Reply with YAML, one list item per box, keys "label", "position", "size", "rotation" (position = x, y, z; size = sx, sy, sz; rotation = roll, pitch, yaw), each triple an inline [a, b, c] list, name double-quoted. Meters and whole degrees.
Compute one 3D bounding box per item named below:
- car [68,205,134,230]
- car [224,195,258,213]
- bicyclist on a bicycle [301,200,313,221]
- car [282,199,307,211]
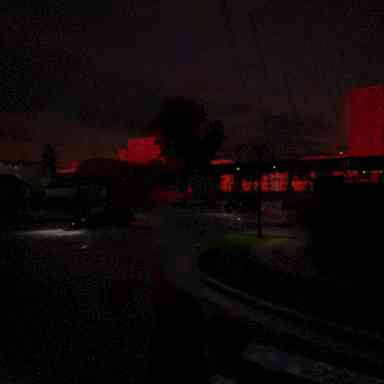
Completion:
- label: "car"
  position: [-5.889, 1.634, 22.115]
  size: [1.812, 1.442, 4.674]
  rotation: [0, 1, 35]
- label: "car"
  position: [5.884, 1.351, 38.542]
  size: [2.150, 2.045, 5.566]
  rotation: [0, 0, 35]
- label: "bicyclist on a bicycle"
  position: [9.051, 1.428, 25.061]
  size: [1.656, 1.620, 0.582]
  rotation: [0, 0, 35]
- label: "car"
  position: [13.157, 1.592, 42.574]
  size: [1.882, 1.535, 5.008]
  rotation: [0, 0, 35]
